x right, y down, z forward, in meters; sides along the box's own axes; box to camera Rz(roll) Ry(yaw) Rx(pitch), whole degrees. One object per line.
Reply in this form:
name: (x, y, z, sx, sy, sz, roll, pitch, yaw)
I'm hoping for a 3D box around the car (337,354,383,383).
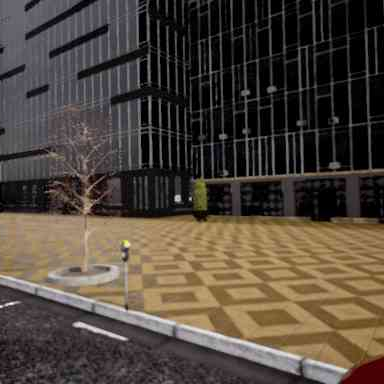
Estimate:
car: (3.026, 1.502, 1.279, 4.674, 1.442, 1.812, -1, -1, 36)
